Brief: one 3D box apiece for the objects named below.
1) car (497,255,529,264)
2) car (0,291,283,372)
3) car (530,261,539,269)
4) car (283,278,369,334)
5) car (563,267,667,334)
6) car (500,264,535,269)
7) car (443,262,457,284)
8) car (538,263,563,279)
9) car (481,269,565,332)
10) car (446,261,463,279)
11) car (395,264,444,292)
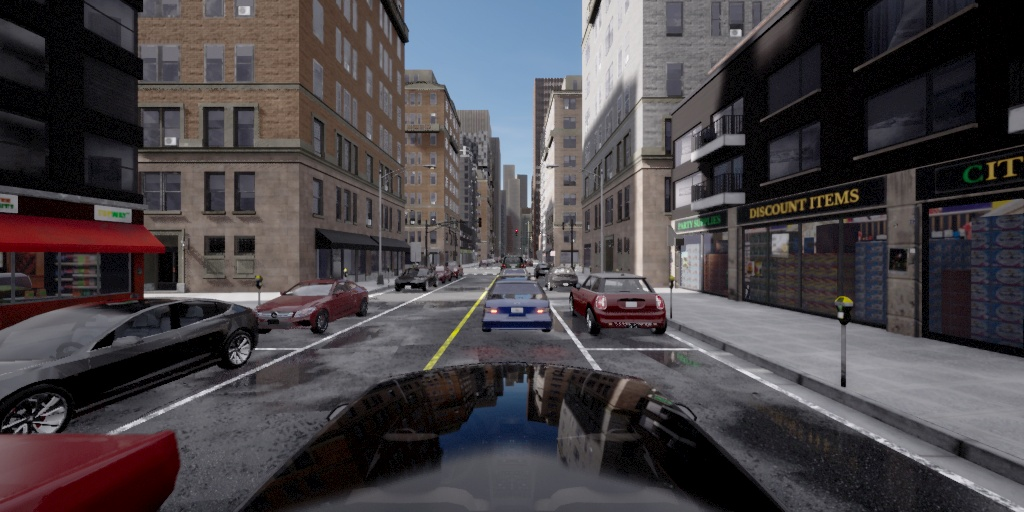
[{"bbox_3d":[0.086,0.974,31.317,2.150,2.045,5.566,0,0,0],"label":"car"},{"bbox_3d":[-5.664,1.315,5.086,1.948,1.339,4.313,0,0,0],"label":"car"},{"bbox_3d":[2.936,1.319,32.569,1.948,1.339,4.313,0,0,0],"label":"car"},{"bbox_3d":[-5.648,1.332,10.587,1.802,1.307,4.207,0,0,0],"label":"car"},{"bbox_3d":[2.877,1.189,10.564,1.967,1.591,4.097,0,0,0],"label":"car"},{"bbox_3d":[0.149,1.352,21.285,1.895,1.301,4.718,0,0,0],"label":"car"},{"bbox_3d":[-5.604,1.334,27.091,1.802,1.307,4.207,0,0,0],"label":"car"},{"bbox_3d":[2.906,1.301,21.566,2.007,1.370,4.403,0,0,0],"label":"car"},{"bbox_3d":[0.123,1.297,10.780,2.033,1.411,5.357,0,0,0],"label":"car"},{"bbox_3d":[-5.589,1.193,32.592,1.967,1.591,4.097,0,0,0],"label":"car"},{"bbox_3d":[-5.619,1.316,21.589,1.948,1.339,4.313,0,0,0],"label":"car"}]
